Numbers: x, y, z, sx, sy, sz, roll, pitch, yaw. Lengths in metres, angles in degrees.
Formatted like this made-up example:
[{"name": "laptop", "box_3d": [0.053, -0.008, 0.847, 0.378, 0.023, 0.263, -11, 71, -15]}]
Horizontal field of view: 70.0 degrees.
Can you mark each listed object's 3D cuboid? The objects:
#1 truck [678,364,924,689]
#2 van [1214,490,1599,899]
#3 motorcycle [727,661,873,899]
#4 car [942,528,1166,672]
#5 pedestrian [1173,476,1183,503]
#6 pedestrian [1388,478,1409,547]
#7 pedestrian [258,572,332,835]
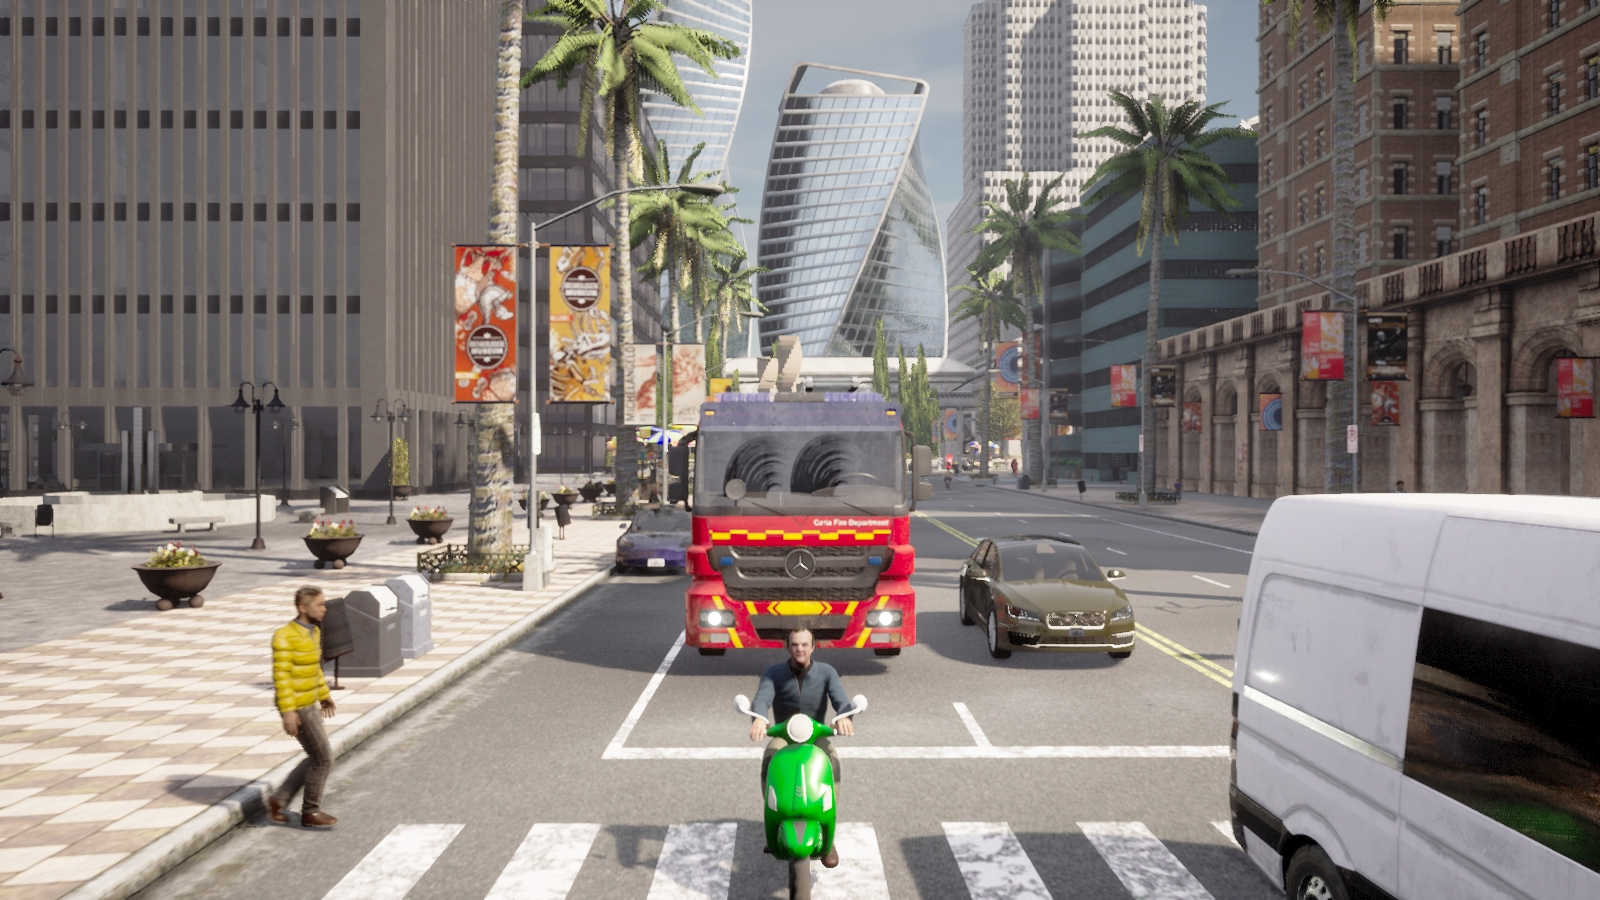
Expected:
[{"name": "truck", "box_3d": [0.010, 0.888, 17.680, 2.891, 3.827, 8.468, 0, 0, 0]}, {"name": "van", "box_3d": [3.800, 1.535, 4.321, 1.988, 2.561, 5.915, 0, 0, -4]}, {"name": "motorcycle", "box_3d": [0.001, 2.182, 7.573, 0.856, 1.236, 1.805, 0, 0, 0]}, {"name": "car", "box_3d": [3.503, 2.061, 16.865, 2.231, 1.480, 4.892, 0, 0, 0]}, {"name": "pedestrian", "box_3d": [18.945, 1.976, 57.282, 0.375, 1.300, 0.375, 0, 0, 7]}, {"name": "pedestrian", "box_3d": [16.389, 1.696, 31.266, 0.375, 1.860, 0.375, 0, 0, 0]}, {"name": "pedestrian", "box_3d": [-3.726, 1.849, 8.440, 0.375, 1.860, 0.375, 0, 0, 0]}]
